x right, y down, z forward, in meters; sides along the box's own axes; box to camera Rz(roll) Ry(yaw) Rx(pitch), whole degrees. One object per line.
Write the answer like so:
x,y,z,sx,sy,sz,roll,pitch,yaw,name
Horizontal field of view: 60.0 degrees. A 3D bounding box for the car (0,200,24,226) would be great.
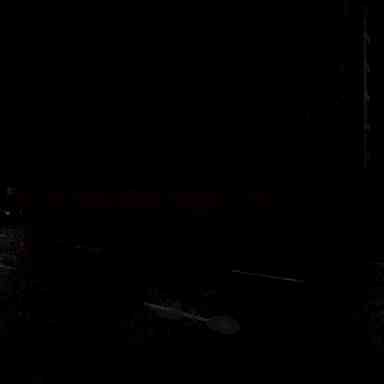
-13.131,1.360,21.947,4.553,1.767,2.097,0,0,35,car
